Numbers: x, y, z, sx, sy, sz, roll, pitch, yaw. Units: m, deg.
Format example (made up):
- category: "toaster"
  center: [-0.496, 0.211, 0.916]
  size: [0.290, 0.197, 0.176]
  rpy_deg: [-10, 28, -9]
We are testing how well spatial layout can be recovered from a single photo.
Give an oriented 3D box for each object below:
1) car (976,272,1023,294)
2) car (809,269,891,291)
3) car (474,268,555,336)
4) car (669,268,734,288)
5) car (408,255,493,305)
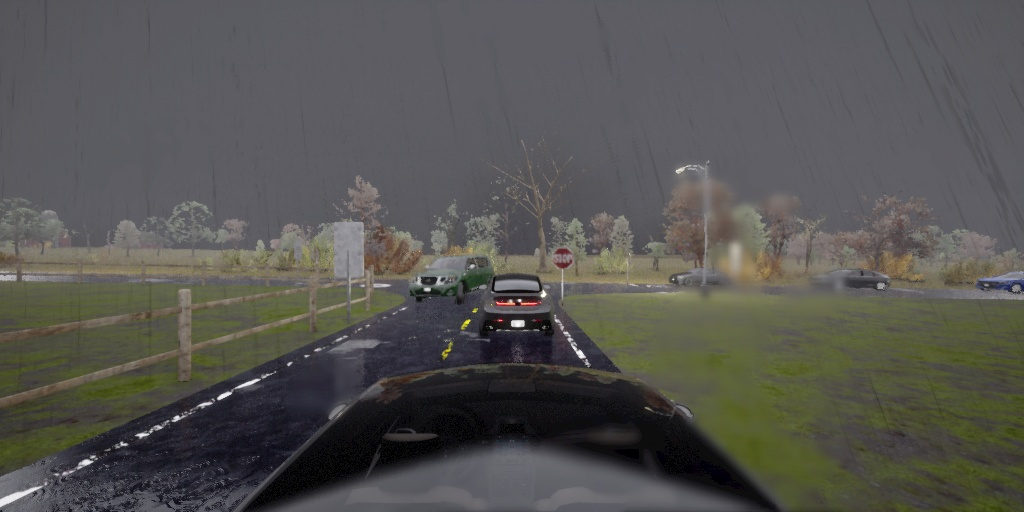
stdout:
- category: "car"
  center: [36.847, 1.879, 25.934]
  size: [5.008, 1.535, 1.882]
  rpy_deg: [1, 1, 0]
- category: "car"
  center: [24.435, 1.689, 25.996]
  size: [4.892, 1.490, 1.837]
  rpy_deg: [1, 1, 0]
- category: "car"
  center: [0.091, 1.252, 10.377]
  size: [1.837, 1.490, 4.892]
  rpy_deg: [0, 0, -1]
- category: "car"
  center: [13.711, 1.557, 26.042]
  size: [4.181, 1.385, 1.994]
  rpy_deg: [1, 1, 0]
- category: "car"
  center: [-2.545, 0.970, 16.677]
  size: [2.150, 2.045, 5.566]
  rpy_deg: [-1, -1, 17]
